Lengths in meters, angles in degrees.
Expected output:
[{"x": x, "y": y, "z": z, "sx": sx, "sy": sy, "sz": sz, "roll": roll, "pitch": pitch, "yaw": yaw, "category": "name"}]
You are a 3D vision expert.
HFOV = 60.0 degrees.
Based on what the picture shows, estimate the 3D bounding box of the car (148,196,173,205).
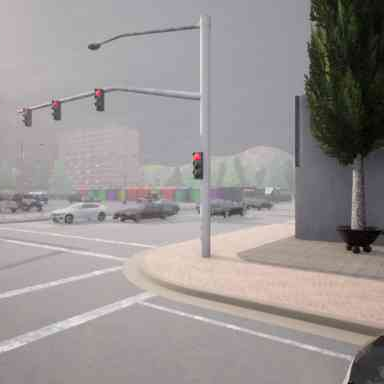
[{"x": -5.210, "y": 1.395, "z": 54.872, "sx": 3.806, "sy": 1.475, "sz": 1.970, "roll": 0, "pitch": 0, "yaw": 35, "category": "car"}]

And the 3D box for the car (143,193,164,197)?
[{"x": -6.889, "y": 1.156, "z": 52.513, "sx": 3.866, "sy": 1.878, "sz": 1.905, "roll": 0, "pitch": 0, "yaw": 35, "category": "car"}]

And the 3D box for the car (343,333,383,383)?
[{"x": 3.375, "y": 1.492, "z": 1.558, "sx": 4.902, "sy": 1.511, "sz": 2.128, "roll": 0, "pitch": 0, "yaw": 36, "category": "car"}]

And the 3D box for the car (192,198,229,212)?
[{"x": 2.341, "y": 1.491, "z": 40.240, "sx": 2.128, "sy": 1.511, "sz": 4.902, "roll": 0, "pitch": 0, "yaw": 37, "category": "car"}]

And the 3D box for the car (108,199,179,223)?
[{"x": -3.685, "y": 1.547, "z": 26.272, "sx": 2.033, "sy": 1.411, "sz": 5.357, "roll": 0, "pitch": 0, "yaw": 36, "category": "car"}]

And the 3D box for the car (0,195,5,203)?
[{"x": -38.223, "y": 1.364, "z": 64.539, "sx": 3.905, "sy": 1.438, "sz": 1.784, "roll": 0, "pitch": 0, "yaw": 35, "category": "car"}]

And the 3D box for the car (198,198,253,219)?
[{"x": 3.056, "y": 1.491, "z": 29.143, "sx": 2.128, "sy": 1.511, "sz": 4.902, "roll": 0, "pitch": 0, "yaw": 37, "category": "car"}]

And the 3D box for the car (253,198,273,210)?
[{"x": 8.756, "y": 1.547, "z": 42.974, "sx": 2.033, "sy": 1.411, "sz": 5.357, "roll": 0, "pitch": 0, "yaw": 37, "category": "car"}]

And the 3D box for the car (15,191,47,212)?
[{"x": -18.181, "y": 1.156, "z": 36.463, "sx": 3.866, "sy": 1.878, "sz": 1.905, "roll": 0, "pitch": 0, "yaw": 35, "category": "car"}]

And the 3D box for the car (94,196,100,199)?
[{"x": -19.488, "y": 1.364, "z": 64.933, "sx": 3.905, "sy": 1.438, "sz": 1.784, "roll": 0, "pitch": 0, "yaw": 35, "category": "car"}]

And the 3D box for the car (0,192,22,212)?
[{"x": -19.895, "y": 1.153, "z": 34.131, "sx": 4.605, "sy": 1.855, "sz": 1.932, "roll": 0, "pitch": 0, "yaw": 35, "category": "car"}]

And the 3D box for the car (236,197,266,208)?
[{"x": 8.680, "y": 1.547, "z": 48.682, "sx": 2.033, "sy": 1.411, "sz": 5.357, "roll": 0, "pitch": 0, "yaw": 37, "category": "car"}]

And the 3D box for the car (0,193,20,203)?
[{"x": -36.716, "y": 1.153, "z": 66.760, "sx": 4.605, "sy": 1.855, "sz": 1.932, "roll": 0, "pitch": 0, "yaw": 35, "category": "car"}]

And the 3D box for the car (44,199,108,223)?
[{"x": -8.523, "y": 1.526, "z": 25.537, "sx": 1.812, "sy": 1.442, "sz": 4.674, "roll": 0, "pitch": 0, "yaw": 38, "category": "car"}]

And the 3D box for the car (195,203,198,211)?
[{"x": 2.460, "y": 1.526, "z": 34.535, "sx": 1.812, "sy": 1.442, "sz": 4.674, "roll": 0, "pitch": 0, "yaw": 37, "category": "car"}]

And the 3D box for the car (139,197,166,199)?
[{"x": -3.136, "y": 1.526, "z": 32.879, "sx": 1.812, "sy": 1.442, "sz": 4.674, "roll": 0, "pitch": 0, "yaw": 37, "category": "car"}]

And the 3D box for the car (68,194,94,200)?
[{"x": -21.211, "y": 1.153, "z": 62.604, "sx": 4.605, "sy": 1.855, "sz": 1.932, "roll": 0, "pitch": 0, "yaw": 35, "category": "car"}]
